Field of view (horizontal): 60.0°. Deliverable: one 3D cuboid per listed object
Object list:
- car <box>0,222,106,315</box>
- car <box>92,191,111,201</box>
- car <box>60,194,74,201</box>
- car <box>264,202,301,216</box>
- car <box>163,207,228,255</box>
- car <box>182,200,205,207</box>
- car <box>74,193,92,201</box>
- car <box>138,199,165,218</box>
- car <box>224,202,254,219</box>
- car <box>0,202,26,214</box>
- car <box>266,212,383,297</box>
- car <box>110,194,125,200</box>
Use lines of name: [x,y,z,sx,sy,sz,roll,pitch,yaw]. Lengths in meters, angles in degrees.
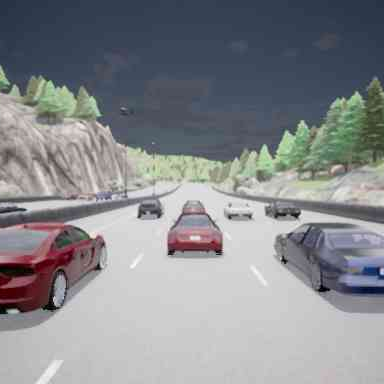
car: [-3.403,1.427,7.646,1.882,1.535,5.008,0,1,0]
car: [-17.439,0.797,65.969,2.150,2.045,5.566,0,0,0]
car: [-24.439,1.050,65.967,1.882,1.535,5.008,0,0,0]
car: [7.121,1.430,26.729,1.895,1.301,4.718,0,0,0]
car: [0.108,1.480,12.992,1.994,1.385,4.181,0,0,0]
car: [0.122,1.381,28.397,1.994,1.385,4.181,0,0,0]
car: [-20.940,0.926,65.412,2.097,1.767,4.553,0,0,0]
car: [-3.378,1.324,28.004,1.837,1.490,4.892,0,0,0]
car: [3.622,1.429,26.741,1.895,1.301,4.718,0,0,0]
car: [-14.078,1.444,24.066,1.895,1.301,4.718,0,0,0]
car: [3.603,1.492,8.623,2.033,1.411,5.357,0,0,0]
car: [-13.943,1.080,65.546,2.128,1.511,4.902,0,1,0]
